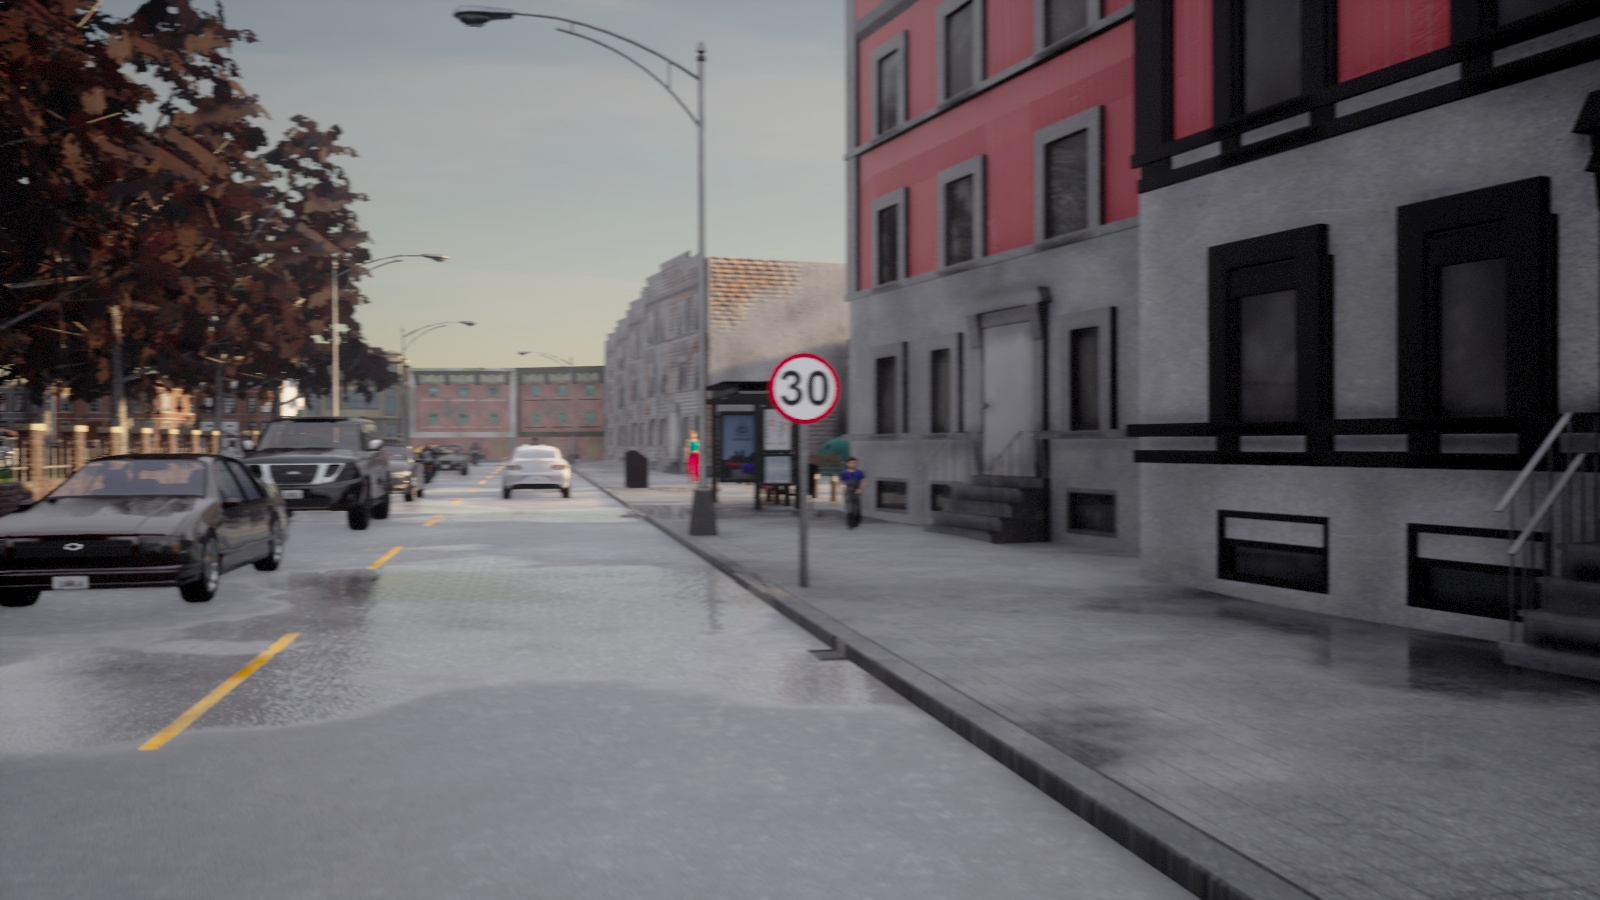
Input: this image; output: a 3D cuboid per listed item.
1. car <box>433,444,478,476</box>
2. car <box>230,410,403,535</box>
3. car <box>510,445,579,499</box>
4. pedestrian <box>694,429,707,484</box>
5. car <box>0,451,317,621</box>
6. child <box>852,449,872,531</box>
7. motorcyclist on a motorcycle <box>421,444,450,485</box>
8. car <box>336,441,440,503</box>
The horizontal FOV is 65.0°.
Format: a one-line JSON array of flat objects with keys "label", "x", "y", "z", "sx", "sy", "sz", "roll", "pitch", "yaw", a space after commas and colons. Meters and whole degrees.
[{"label": "car", "x": -16.389, "y": 0.448, "z": 59.902, "sx": 1.816, "sy": 1.474, "sz": 4.193, "roll": 0, "pitch": 0, "yaw": -12}, {"label": "car", "x": -8.834, "y": 0.348, "z": 23.484, "sx": 2.150, "sy": 2.045, "sz": 5.566, "roll": 0, "pitch": 0, "yaw": -12}, {"label": "car", "x": -7.329, "y": 0.580, "z": 35.953, "sx": 1.812, "sy": 1.442, "sz": 4.674, "roll": 0, "pitch": 0, "yaw": -12}, {"label": "pedestrian", "x": -3.320, "y": 0.220, "z": 42.097, "sx": 0.345, "sy": 1.836, "sz": 0.594, "roll": 0, "pitch": 0, "yaw": 5}, {"label": "car", "x": -6.733, "y": 0.730, "z": 13.408, "sx": 2.033, "sy": 1.411, "sz": 5.357, "roll": 0, "pitch": 0, "yaw": -11}, {"label": "child", "x": 0.978, "y": 0.620, "z": 19.748, "sx": 0.270, "sy": 1.263, "sz": 0.437, "roll": 0, "pitch": 0, "yaw": -3}, {"label": "motorcyclist on a motorcycle", "x": -13.881, "y": 0.533, "z": 47.859, "sx": 0.866, "sy": 1.530, "sz": 2.191, "roll": 0, "pitch": 0, "yaw": -12}, {"label": "car", "x": -10.949, "y": 0.530, "z": 33.709, "sx": 2.128, "sy": 1.511, "sz": 4.902, "roll": 0, "pitch": 0, "yaw": -12}]
